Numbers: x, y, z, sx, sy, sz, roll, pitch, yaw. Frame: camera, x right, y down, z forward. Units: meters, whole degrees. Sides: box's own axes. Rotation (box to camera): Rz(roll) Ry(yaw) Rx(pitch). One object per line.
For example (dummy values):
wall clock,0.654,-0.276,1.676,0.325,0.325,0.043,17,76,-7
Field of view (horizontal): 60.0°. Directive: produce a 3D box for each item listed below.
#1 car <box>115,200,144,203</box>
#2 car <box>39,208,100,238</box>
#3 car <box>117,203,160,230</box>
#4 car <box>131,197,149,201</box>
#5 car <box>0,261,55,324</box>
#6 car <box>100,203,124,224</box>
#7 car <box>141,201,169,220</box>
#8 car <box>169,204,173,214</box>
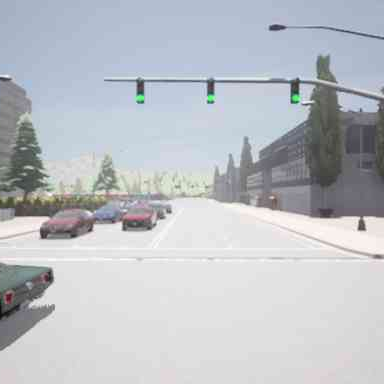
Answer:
car,-7.078,1.935,37.504,2.128,1.511,4.902,0,-1,0
car,-7.093,1.755,19.335,1.812,1.442,4.674,0,-1,0
car,-3.590,1.754,23.321,1.882,1.535,5.008,0,-1,0
car,-7.049,1.917,47.782,2.097,1.767,4.553,0,-1,0
car,-5.089,1.670,5.791,4.718,1.301,1.895,0,-1,2
car,-7.087,1.860,28.240,1.812,1.442,4.674,0,-1,0
car,-3.584,1.893,32.815,1.837,1.490,4.892,0,-1,0
car,-3.561,2.069,42.690,1.994,1.385,4.181,0,-1,1
